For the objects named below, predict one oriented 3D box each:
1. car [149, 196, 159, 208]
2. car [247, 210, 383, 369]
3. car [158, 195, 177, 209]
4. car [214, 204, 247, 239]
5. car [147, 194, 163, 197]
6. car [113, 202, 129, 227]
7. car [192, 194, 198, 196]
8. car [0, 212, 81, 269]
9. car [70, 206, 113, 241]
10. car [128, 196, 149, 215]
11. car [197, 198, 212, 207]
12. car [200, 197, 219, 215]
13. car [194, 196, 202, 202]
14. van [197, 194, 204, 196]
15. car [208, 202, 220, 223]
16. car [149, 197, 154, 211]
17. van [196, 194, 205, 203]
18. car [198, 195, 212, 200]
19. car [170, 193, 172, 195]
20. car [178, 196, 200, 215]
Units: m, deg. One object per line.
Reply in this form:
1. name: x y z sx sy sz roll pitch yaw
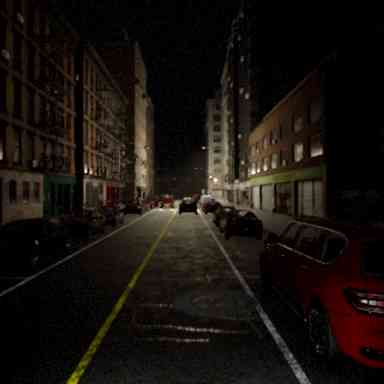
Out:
1. car: -6.063 1.616 45.382 1.947 1.339 4.313 0 0 -1
2. car: 2.567 1.311 5.751 2.192 1.841 5.009 0 0 -1
3. car: -3.443 1.583 47.035 1.812 1.442 4.674 0 0 -1
4. car: 2.397 1.549 17.108 1.887 1.381 4.507 0 0 -1
5. car: -6.150 1.368 51.060 2.192 1.841 5.009 0 0 -1
6. car: -5.717 1.618 22.671 1.802 1.307 4.206 0 0 -1
7. car: 1.712 1.346 62.534 2.192 1.841 5.009 0 0 -1
8. car: -5.544 1.594 11.316 1.947 1.339 4.313 0 0 -1
9. car: -5.631 1.577 16.993 1.887 1.381 4.507 0 0 -1
10. car: -5.890 1.484 34.027 1.967 1.590 4.097 0 0 -1
11. car: 1.883 1.576 51.177 2.008 1.369 4.403 0 0 -1
12. car: 2.140 1.560 34.143 1.887 1.381 4.507 0 0 -1
13. car: 1.456 1.619 79.569 1.802 1.307 4.206 0 0 -1
14. van: 1.968 1.364 45.499 1.690 1.788 3.998 0 0 -1
15. car: 2.311 1.590 22.786 1.802 1.307 4.206 0 0 -1
16. car: -5.976 1.629 39.705 1.802 1.307 4.206 0 0 -1
17. van: 1.626 1.374 68.212 1.690 1.788 3.998 0 0 -1
18. car: 2.054 1.459 39.821 1.967 1.590 4.097 0 0 -1
19. car: -6.582 1.380 79.448 2.192 1.841 5.009 0 0 -1
20. car: -0.404 1.502 34.608 1.882 1.535 5.008 0 0 -1
